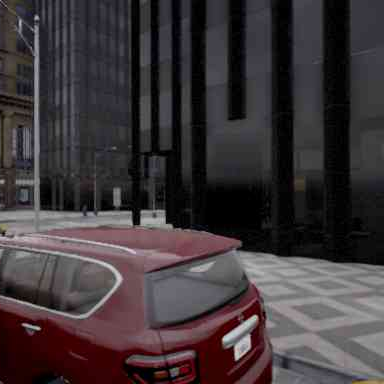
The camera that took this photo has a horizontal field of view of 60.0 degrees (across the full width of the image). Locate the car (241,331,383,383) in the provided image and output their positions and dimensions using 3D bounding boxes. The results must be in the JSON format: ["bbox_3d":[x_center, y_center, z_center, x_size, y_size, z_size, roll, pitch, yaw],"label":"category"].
[{"bbox_3d":[2.743,1.512,1.007,4.829,1.417,1.752,-1,0,35],"label":"car"}]

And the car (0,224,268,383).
[{"bbox_3d":[-1.540,1.342,4.055,5.009,1.841,2.192,-1,0,35],"label":"car"}]
